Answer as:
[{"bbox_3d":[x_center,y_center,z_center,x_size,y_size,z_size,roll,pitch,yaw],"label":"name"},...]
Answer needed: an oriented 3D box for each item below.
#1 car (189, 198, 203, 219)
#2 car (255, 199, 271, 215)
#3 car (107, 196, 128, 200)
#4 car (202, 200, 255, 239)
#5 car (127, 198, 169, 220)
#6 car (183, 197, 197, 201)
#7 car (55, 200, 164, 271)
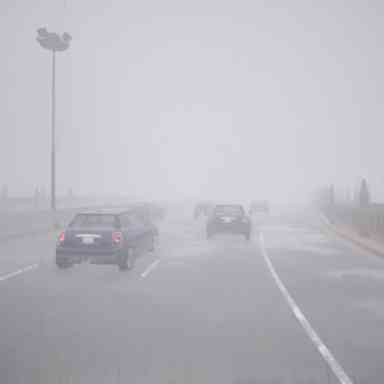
[{"bbox_3d":[1.523,1.490,28.790,1.837,1.490,4.892,0,0,17],"label":"car"},{"bbox_3d":[7.182,1.493,34.933,1.882,1.535,5.008,0,0,18],"label":"car"},{"bbox_3d":[-9.372,1.318,41.125,2.097,1.767,4.553,0,0,19],"label":"car"},{"bbox_3d":[2.048,1.335,17.354,2.097,1.767,4.553,0,0,11],"label":"car"},{"bbox_3d":[-3.390,1.470,24.593,1.837,1.490,4.892,0,0,15],"label":"car"},{"bbox_3d":[-0.143,1.548,57.501,2.128,1.511,4.902,0,0,18],"label":"car"},{"bbox_3d":[-2.543,1.323,11.066,2.097,1.767,4.553,0,0,7],"label":"car"}]
